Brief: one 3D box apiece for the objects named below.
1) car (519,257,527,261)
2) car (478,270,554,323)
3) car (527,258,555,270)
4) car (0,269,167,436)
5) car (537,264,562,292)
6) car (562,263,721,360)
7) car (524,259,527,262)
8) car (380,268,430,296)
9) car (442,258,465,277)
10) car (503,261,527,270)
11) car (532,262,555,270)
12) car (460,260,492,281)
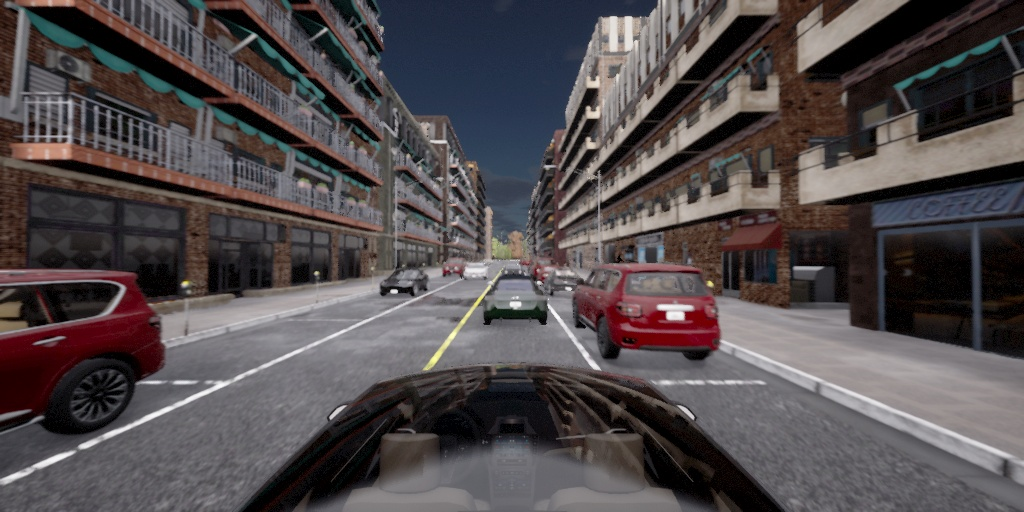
[{"bbox_3d":[2.695,1.181,63.999,2.192,1.841,5.009,0,0,0],"label":"car"},{"bbox_3d":[0.099,1.333,12.145,1.994,1.385,4.181,0,0,0],"label":"car"},{"bbox_3d":[2.692,1.116,30.590,2.192,1.841,5.009,0,0,0],"label":"car"},{"bbox_3d":[-5.690,1.067,2.786,2.192,1.841,5.009,0,0,0],"label":"car"},{"bbox_3d":[2.692,1.332,19.455,2.007,1.370,4.403,0,0,0],"label":"car"},{"bbox_3d":[2.691,1.076,8.319,2.192,1.841,5.009,0,0,0],"label":"car"},{"bbox_3d":[2.694,1.388,41.727,1.948,1.339,4.313,0,0,0],"label":"car"},{"bbox_3d":[-5.689,1.347,19.490,1.948,1.339,4.313,0,0,0],"label":"car"},{"bbox_3d":[-5.688,1.127,36.192,2.192,1.841,5.009,0,0,0],"label":"car"},{"bbox_3d":[0.104,1.407,32.918,1.895,1.301,4.718,0,0,0],"label":"car"},{"bbox_3d":[2.693,1.336,25.023,1.888,1.381,4.507,0,0,0],"label":"car"},{"bbox_3d":[-3.021,1.328,31.045,1.812,1.442,4.674,0,0,1],"label":"car"}]
